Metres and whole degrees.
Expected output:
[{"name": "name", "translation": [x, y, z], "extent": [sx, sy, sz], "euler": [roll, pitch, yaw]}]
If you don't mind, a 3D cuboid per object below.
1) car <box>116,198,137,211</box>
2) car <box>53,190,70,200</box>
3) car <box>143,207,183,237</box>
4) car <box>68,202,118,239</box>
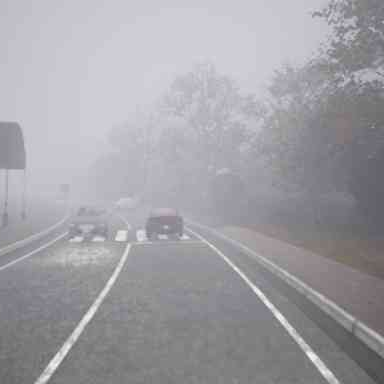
[{"name": "car", "translation": [-7.822, 1.401, 38.754], "extent": [1.812, 1.442, 4.674], "euler": [1, 1, -23]}, {"name": "car", "translation": [-22.023, 0.533, 56.264], "extent": [1.837, 1.490, 4.892], "euler": [2, 1, -36]}, {"name": "car", "translation": [-1.680, 1.542, 18.534], "extent": [1.882, 1.535, 5.008], "euler": [1, 0, -10]}, {"name": "car", "translation": [-5.299, 1.531, 17.721], "extent": [2.128, 1.511, 4.902], "euler": [0, 0, -11]}]
